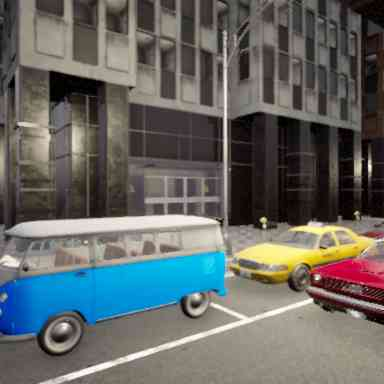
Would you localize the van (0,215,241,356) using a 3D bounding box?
[{"bbox_3d":[-1.255,1.338,5.757,3.998,1.788,1.690,0,0,-36],"label":"van"}]

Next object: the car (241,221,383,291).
[{"bbox_3d":[3.167,1.516,8.912,4.829,1.417,1.752,0,0,-36],"label":"car"}]

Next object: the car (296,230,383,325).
[{"bbox_3d":[4.346,1.592,6.479,4.718,1.301,1.895,0,0,-36],"label":"car"}]
